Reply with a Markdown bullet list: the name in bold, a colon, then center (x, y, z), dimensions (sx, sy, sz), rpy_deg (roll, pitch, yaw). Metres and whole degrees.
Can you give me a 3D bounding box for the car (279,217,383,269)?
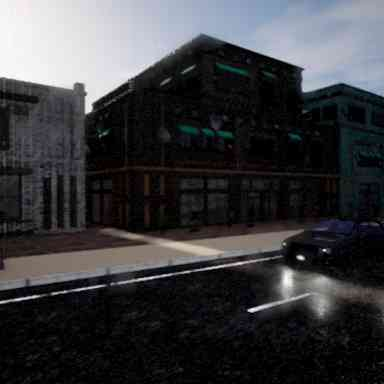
- **car**: center (5.435, 1.606, 11.559), dimensions (5.357, 1.411, 2.033), rpy_deg (0, 0, -36)
